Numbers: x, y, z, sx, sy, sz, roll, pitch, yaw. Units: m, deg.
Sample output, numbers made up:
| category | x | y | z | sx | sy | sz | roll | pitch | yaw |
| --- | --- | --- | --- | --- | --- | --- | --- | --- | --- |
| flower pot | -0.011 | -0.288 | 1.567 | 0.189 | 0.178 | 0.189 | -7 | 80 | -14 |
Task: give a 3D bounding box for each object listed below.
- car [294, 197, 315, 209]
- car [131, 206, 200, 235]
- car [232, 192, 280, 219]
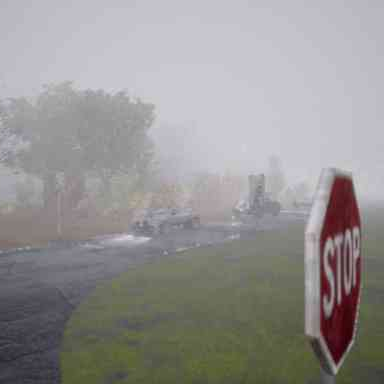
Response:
| category | x | y | z | sx | sy | sz | roll | pitch | yaw |
| --- | --- | --- | --- | --- | --- | --- | --- | --- | --- |
| car | 13.242 | 1.247 | 37.962 | 1.895 | 1.301 | 4.718 | 0 | 1 | 37 |
| car | -1.387 | 1.511 | 18.581 | 1.994 | 1.385 | 4.181 | 0 | 0 | 37 |
| car | 5.443 | 1.031 | 27.646 | 2.150 | 2.045 | 5.566 | 0 | 0 | 37 |
